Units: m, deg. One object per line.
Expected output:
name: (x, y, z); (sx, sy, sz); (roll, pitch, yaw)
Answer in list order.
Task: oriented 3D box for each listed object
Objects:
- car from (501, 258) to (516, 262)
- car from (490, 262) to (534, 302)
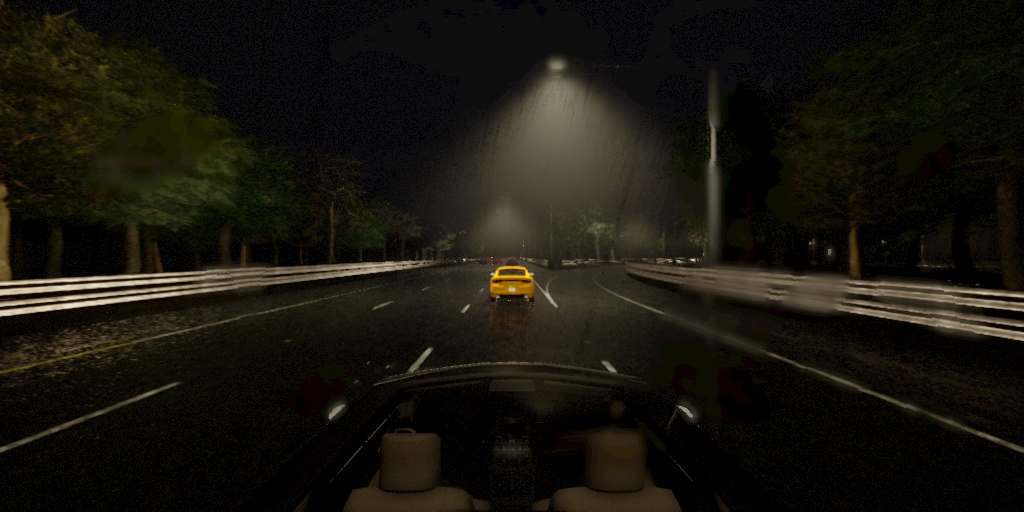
car: (0.002, 1.316, 45.120); (1.994, 1.385, 4.181); (0, 0, 0)
car: (0.000, 1.229, 17.161); (1.882, 1.535, 5.008); (0, 0, 0)
